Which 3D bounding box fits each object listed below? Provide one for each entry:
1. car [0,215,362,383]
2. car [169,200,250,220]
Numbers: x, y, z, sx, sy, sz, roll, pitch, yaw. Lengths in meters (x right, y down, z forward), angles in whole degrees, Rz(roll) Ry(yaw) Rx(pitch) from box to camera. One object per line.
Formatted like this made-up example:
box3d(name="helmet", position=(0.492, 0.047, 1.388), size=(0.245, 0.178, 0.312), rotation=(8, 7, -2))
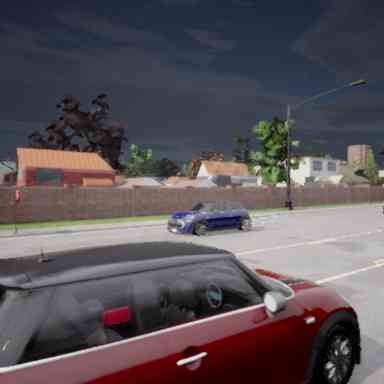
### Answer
box3d(name="car", position=(-0.127, 1.342, 3.682), size=(4.553, 1.767, 2.097), rotation=(0, 0, -35))
box3d(name="car", position=(0.950, 1.263, 17.573), size=(4.553, 1.767, 2.097), rotation=(-1, 0, -35))
